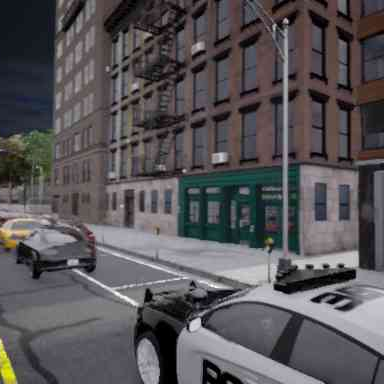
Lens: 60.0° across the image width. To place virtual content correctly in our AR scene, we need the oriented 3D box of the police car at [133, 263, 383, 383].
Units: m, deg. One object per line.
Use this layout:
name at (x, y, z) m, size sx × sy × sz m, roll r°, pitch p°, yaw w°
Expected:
police car at (1.099, 1.568, 3.315) m, size 1.930 × 1.638 × 5.238 m, roll 2°, pitch -3°, yaw -36°

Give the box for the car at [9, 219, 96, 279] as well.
car at (-4.725, 1.881, 11.304) m, size 1.812 × 1.442 × 4.674 m, roll 2°, pitch -3°, yaw -36°

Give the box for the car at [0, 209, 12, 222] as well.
car at (-22.273, 2.690, 38.466) m, size 1.947 × 1.339 × 4.313 m, roll 2°, pitch -3°, yaw -36°

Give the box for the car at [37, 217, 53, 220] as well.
car at (-6.031, 2.095, 16.170) m, size 1.802 × 1.307 × 4.206 m, roll 2°, pitch -3°, yaw -36°

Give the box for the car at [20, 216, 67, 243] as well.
car at (-9.279, 2.215, 20.629) m, size 1.802 × 1.307 × 4.206 m, roll 2°, pitch -3°, yaw -36°

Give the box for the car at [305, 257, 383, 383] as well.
car at (3.613, 1.685, 2.928) m, size 1.752 × 1.417 × 4.829 m, roll 2°, pitch -3°, yaw -36°

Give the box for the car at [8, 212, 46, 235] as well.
car at (-12.627, 2.284, 25.228) m, size 1.752 × 1.417 × 4.829 m, roll 2°, pitch -3°, yaw -36°

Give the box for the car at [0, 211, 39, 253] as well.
car at (-8.368, 1.945, 16.308) m, size 1.801 × 1.575 × 5.366 m, roll 2°, pitch -3°, yaw -36°
